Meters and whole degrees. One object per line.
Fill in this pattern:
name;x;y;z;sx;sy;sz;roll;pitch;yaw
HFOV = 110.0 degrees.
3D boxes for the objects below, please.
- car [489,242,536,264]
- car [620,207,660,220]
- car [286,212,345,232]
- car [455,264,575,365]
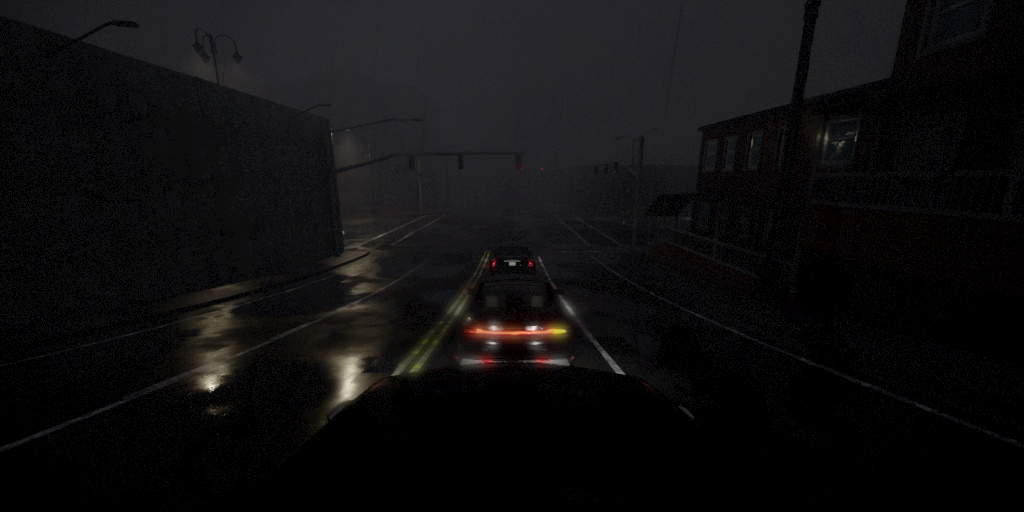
car;0.021;0.086;17.436;2.097;1.767;4.553;0;7;0
car;16.458;-5.546;46.043;5.008;1.535;1.882;0;12;0
car;-19.480;-3.411;35.720;4.553;1.767;2.097;0;12;0
car;0.055;1.122;7.184;1.837;1.490;4.892;0;2;0
